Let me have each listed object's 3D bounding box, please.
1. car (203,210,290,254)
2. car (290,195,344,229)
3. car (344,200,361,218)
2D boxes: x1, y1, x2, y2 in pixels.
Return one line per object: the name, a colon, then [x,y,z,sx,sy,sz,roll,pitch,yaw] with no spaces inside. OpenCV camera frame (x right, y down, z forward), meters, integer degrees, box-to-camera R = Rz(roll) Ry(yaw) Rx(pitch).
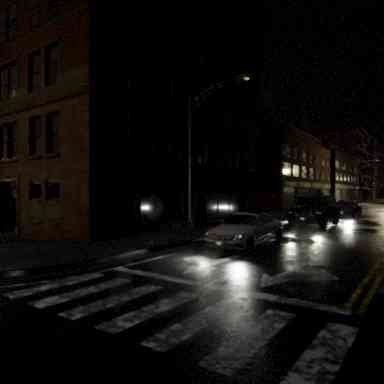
car: [2.297,1.561,13.869,1.812,1.442,4.674,0,0,35]
car: [8.228,1.259,22.224,2.150,2.045,5.566,0,0,36]
car: [14.375,1.527,30.856,2.128,1.511,4.902,0,0,35]
